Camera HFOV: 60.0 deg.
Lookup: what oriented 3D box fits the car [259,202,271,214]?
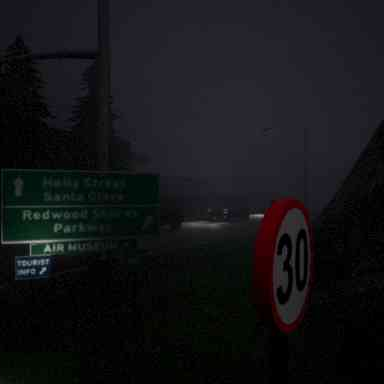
[{"bbox_3d":[9.053,1.755,36.963,1.994,1.385,4.181,0,0,36],"label":"car"}]

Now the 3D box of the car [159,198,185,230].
[{"bbox_3d":[-2.706,1.414,20.812,2.150,2.045,5.566,0,0,36],"label":"car"}]

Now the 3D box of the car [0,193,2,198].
[{"bbox_3d":[-38.597,1.489,70.013,4.514,1.523,2.007,0,0,35],"label":"car"}]

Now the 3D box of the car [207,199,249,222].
[{"bbox_3d":[3.182,1.544,28.906,2.097,1.767,4.553,0,0,36],"label":"car"}]

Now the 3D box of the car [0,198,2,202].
[{"bbox_3d":[-12.393,1.504,26.071,1.905,1.878,3.866,0,0,35],"label":"car"}]
